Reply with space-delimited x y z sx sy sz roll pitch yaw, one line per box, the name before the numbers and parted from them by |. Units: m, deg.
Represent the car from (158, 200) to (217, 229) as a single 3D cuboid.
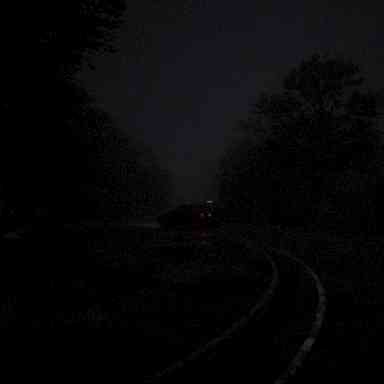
car | -0.409 1.726 24.942 4.553 1.767 2.097 -1 -1 39
